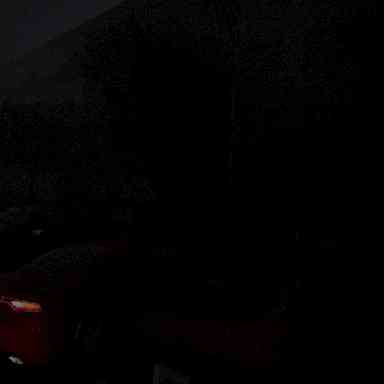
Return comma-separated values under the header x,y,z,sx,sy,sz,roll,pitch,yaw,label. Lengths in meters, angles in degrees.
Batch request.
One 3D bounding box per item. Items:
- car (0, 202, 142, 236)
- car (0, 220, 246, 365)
x,y,z,sx,sy,sz,roll,pitch,yaw,label
-3.379,1.283,7.654,2.435,2.045,5.566,-1,-1,35,car
-1.134,1.500,6.088,2.097,1.535,5.008,-1,-1,35,car
